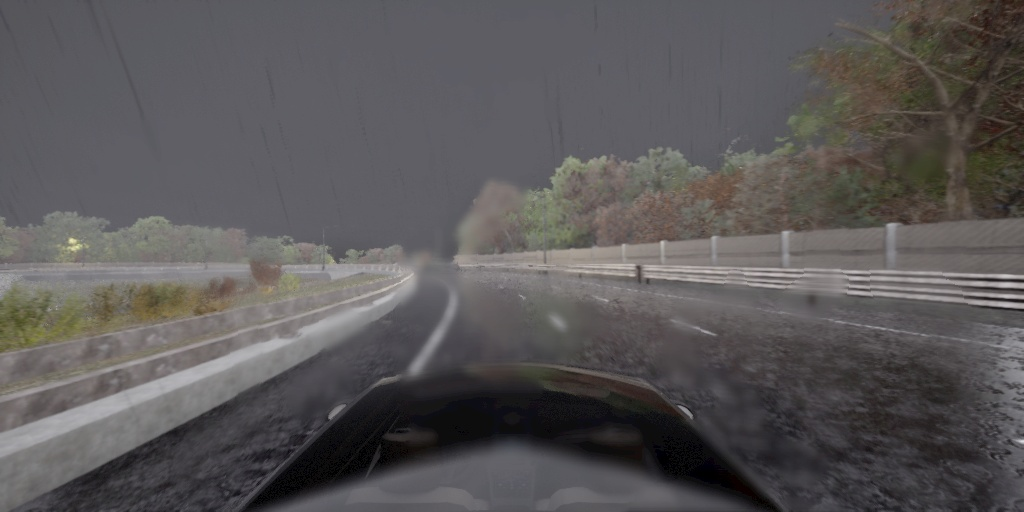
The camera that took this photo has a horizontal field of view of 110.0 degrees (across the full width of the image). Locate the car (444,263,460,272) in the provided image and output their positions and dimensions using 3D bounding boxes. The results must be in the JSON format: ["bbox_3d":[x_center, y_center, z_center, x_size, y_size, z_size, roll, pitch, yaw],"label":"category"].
[{"bbox_3d":[-10.602,1.988,62.975,1.812,1.442,4.674,0,-1,-32],"label":"car"}]

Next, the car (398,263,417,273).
[{"bbox_3d":[-17.900,1.917,61.310,2.097,1.767,4.553,-1,0,-33],"label":"car"}]

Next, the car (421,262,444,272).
[{"bbox_3d":[-13.989,1.858,61.721,2.097,1.767,4.553,-1,0,-32],"label":"car"}]
